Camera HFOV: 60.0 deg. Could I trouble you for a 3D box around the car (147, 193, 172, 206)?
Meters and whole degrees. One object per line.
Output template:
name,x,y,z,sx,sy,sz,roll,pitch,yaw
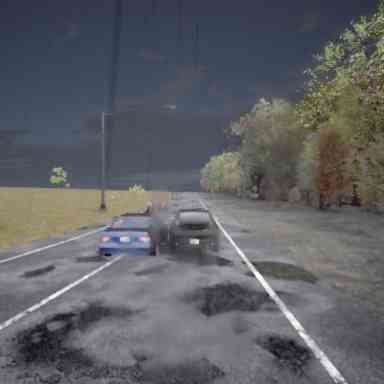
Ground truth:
car,-3.589,1.207,35.891,2.097,1.767,4.553,0,0,0

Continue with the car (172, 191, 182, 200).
car,-3.489,0.833,76.654,2.150,2.045,5.566,0,0,0

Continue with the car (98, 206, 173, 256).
car,-2.040,1.497,12.753,2.033,1.411,5.357,0,0,1

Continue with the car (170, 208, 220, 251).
car,0.096,1.450,13.853,1.837,1.490,4.892,0,0,0
